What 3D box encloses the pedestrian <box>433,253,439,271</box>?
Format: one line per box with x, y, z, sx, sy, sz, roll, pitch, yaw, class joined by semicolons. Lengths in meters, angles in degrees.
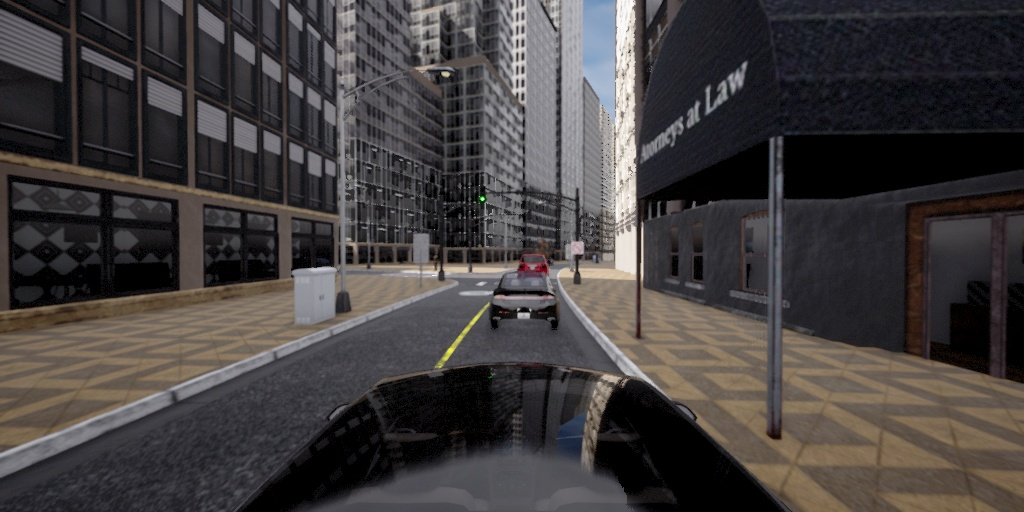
-7.656;0.582;36.052;0.375;1.860;0.375;0;0;20;pedestrian

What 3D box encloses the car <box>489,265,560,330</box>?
0.408;1.206;11.016;2.128;1.511;4.902;0;0;3;car

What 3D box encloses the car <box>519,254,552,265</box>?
1.698;0.880;26.994;2.150;2.045;5.566;0;0;6;car

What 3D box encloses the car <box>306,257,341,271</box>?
-18.311;0.858;33.728;4.902;1.511;2.128;1;1;20;car
